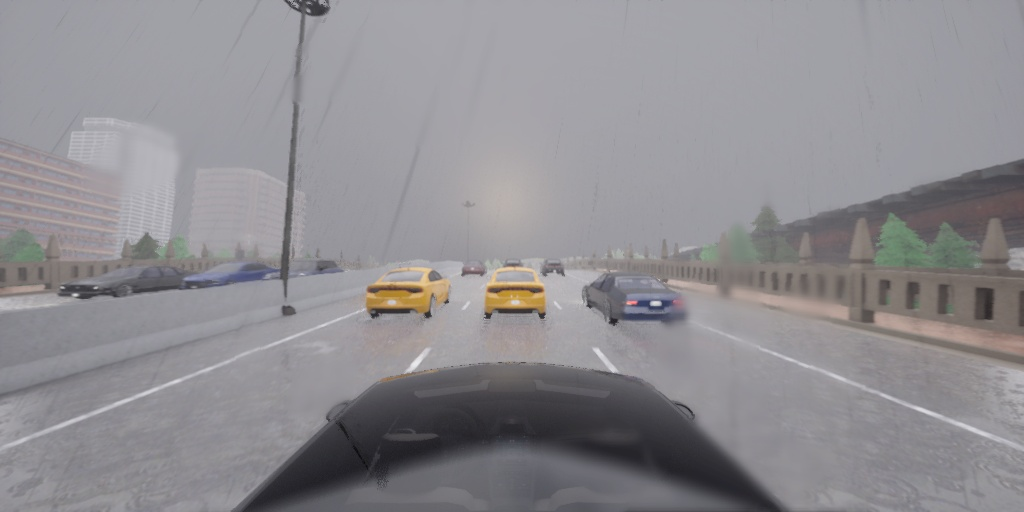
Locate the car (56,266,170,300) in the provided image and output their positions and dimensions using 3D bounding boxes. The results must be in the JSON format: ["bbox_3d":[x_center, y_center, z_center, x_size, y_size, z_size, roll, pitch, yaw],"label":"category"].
[{"bbox_3d":[-17.602,1.168,17.108,2.033,1.411,5.357,0,0,0],"label":"car"}]

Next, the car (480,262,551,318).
[{"bbox_3d":[0.098,1.136,12.634,1.882,1.535,5.008,0,1,0],"label":"car"}]

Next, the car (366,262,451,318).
[{"bbox_3d":[-3.402,1.136,12.623,1.882,1.535,5.008,0,1,0],"label":"car"}]

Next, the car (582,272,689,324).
[{"bbox_3d":[3.599,1.216,11.481,2.033,1.411,5.357,0,0,0],"label":"car"}]

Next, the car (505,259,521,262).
[{"bbox_3d":[0.096,0.997,32.505,1.837,1.490,4.892,0,1,0],"label":"car"}]

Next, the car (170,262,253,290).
[{"bbox_3d":[-14.101,1.087,18.410,1.882,1.535,5.008,0,1,0],"label":"car"}]

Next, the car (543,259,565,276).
[{"bbox_3d":[3.596,0.998,32.478,1.837,1.490,4.892,0,1,0],"label":"car"}]

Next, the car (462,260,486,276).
[{"bbox_3d":[-3.404,1.053,32.863,1.994,1.385,4.181,0,1,0],"label":"car"}]

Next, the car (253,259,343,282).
[{"bbox_3d":[-10.600,0.961,18.584,2.097,1.767,4.553,0,0,0],"label":"car"}]
